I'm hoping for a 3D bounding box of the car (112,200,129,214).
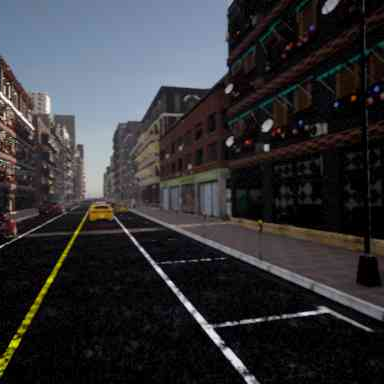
[{"bbox_3d":[-9.001,1.998,42.429,1.752,1.417,4.829,-1,0,-16],"label":"car"}]

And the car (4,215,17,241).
[{"bbox_3d":[-10.840,1.910,18.291,1.802,1.307,4.206,-1,-1,-16],"label":"car"}]

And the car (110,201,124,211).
[{"bbox_3d":[-12.041,2.148,53.106,1.887,1.381,4.507,-1,0,-16],"label":"car"}]

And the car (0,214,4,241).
[{"bbox_3d":[-9.300,1.576,12.873,2.192,1.841,5.009,-1,-1,-16],"label":"car"}]

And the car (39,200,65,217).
[{"bbox_3d":[-17.017,1.910,39.975,2.192,1.841,5.009,-1,0,-16],"label":"car"}]

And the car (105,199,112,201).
[{"bbox_3d":[-11.143,1.973,40.437,1.882,1.535,5.008,-1,0,-16],"label":"car"}]

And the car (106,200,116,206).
[{"bbox_3d":[-18.214,2.418,74.788,2.008,1.369,4.403,-1,0,-16],"label":"car"}]

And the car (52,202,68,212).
[{"bbox_3d":[-20.101,2.272,50.815,1.887,1.381,4.507,-1,0,-16],"label":"car"}]

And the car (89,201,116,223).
[{"bbox_3d":[-7.981,1.837,29.365,1.882,1.535,5.008,-1,0,-16],"label":"car"}]

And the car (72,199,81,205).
[{"bbox_3d":[-30.904,2.740,88.756,2.008,1.369,4.403,-1,0,-16],"label":"car"}]

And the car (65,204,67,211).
[{"bbox_3d":[-18.559,2.101,45.394,1.967,1.590,4.097,-1,0,-16],"label":"car"}]
